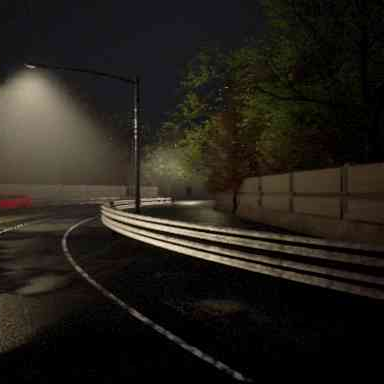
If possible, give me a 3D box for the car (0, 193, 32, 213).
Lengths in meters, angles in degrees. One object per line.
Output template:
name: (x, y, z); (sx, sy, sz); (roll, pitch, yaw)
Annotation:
car: (-19.472, 1.147, 34.118); (2.150, 2.045, 5.566); (0, 0, 44)
